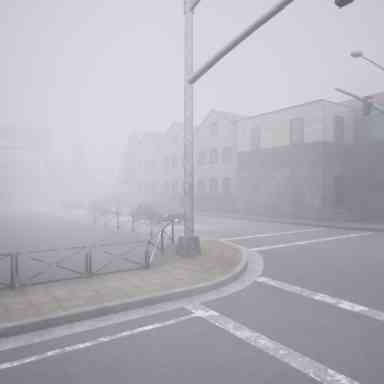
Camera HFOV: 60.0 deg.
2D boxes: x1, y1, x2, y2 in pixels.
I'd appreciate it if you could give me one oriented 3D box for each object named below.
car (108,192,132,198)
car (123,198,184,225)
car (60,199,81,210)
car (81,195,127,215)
[{"bbox_3d":[-8.600,1.045,37.898,2.150,2.045,5.566,0,0,-35],"label":"car"},{"bbox_3d":[-2.507,1.371,22.909,2.033,1.411,5.357,0,0,-35],"label":"car"},{"bbox_3d":[-14.073,1.424,39.300,1.895,1.301,4.718,0,0,-35],"label":"car"},{"bbox_3d":[-8.253,1.315,31.027,2.128,1.511,4.902,0,0,-35],"label":"car"}]
